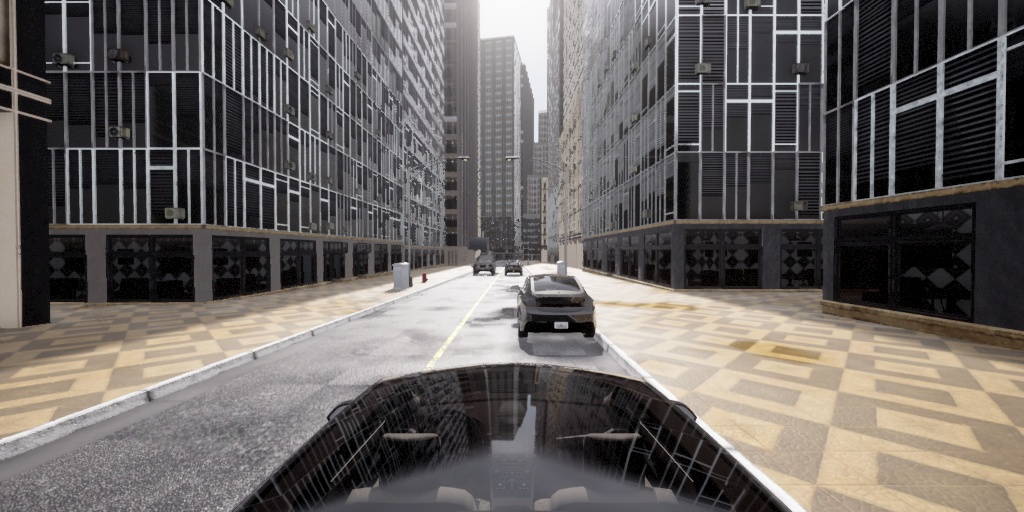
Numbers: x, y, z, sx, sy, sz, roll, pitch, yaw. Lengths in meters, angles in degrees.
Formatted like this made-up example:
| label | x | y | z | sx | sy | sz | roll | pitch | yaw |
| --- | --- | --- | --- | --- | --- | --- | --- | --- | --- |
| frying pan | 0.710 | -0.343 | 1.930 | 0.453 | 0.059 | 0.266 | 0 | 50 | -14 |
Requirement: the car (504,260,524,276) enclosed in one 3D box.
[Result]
| label | x | y | z | sx | sy | sz | roll | pitch | yaw |
| --- | --- | --- | --- | --- | --- | --- | --- | --- | --- |
| car | 0.172 | 1.263 | 37.860 | 1.837 | 1.490 | 4.892 | 0 | 0 | 0 |

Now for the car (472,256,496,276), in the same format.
| label | x | y | z | sx | sy | sz | roll | pitch | yaw |
| --- | --- | --- | --- | --- | --- | --- | --- | --- | --- |
| car | -2.900 | 0.980 | 38.297 | 2.150 | 2.045 | 5.566 | 0 | 0 | 0 |

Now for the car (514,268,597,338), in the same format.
| label | x | y | z | sx | sy | sz | roll | pitch | yaw |
| --- | --- | --- | --- | --- | --- | --- | --- | --- | --- |
| car | 1.073 | 1.255 | 10.183 | 1.837 | 1.490 | 4.892 | 0 | 0 | 0 |
